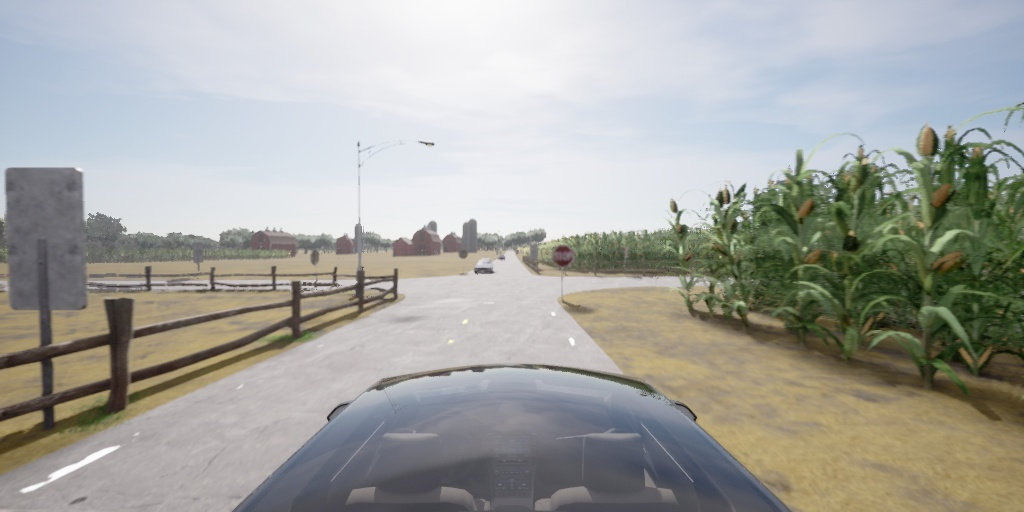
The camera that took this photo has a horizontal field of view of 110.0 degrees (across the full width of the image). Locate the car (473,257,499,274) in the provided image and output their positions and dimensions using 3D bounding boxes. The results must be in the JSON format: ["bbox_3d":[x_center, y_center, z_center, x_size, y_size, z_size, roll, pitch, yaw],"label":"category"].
[{"bbox_3d":[-2.753,1.055,36.225,2.033,1.411,5.357,0,1,0],"label":"car"}]
